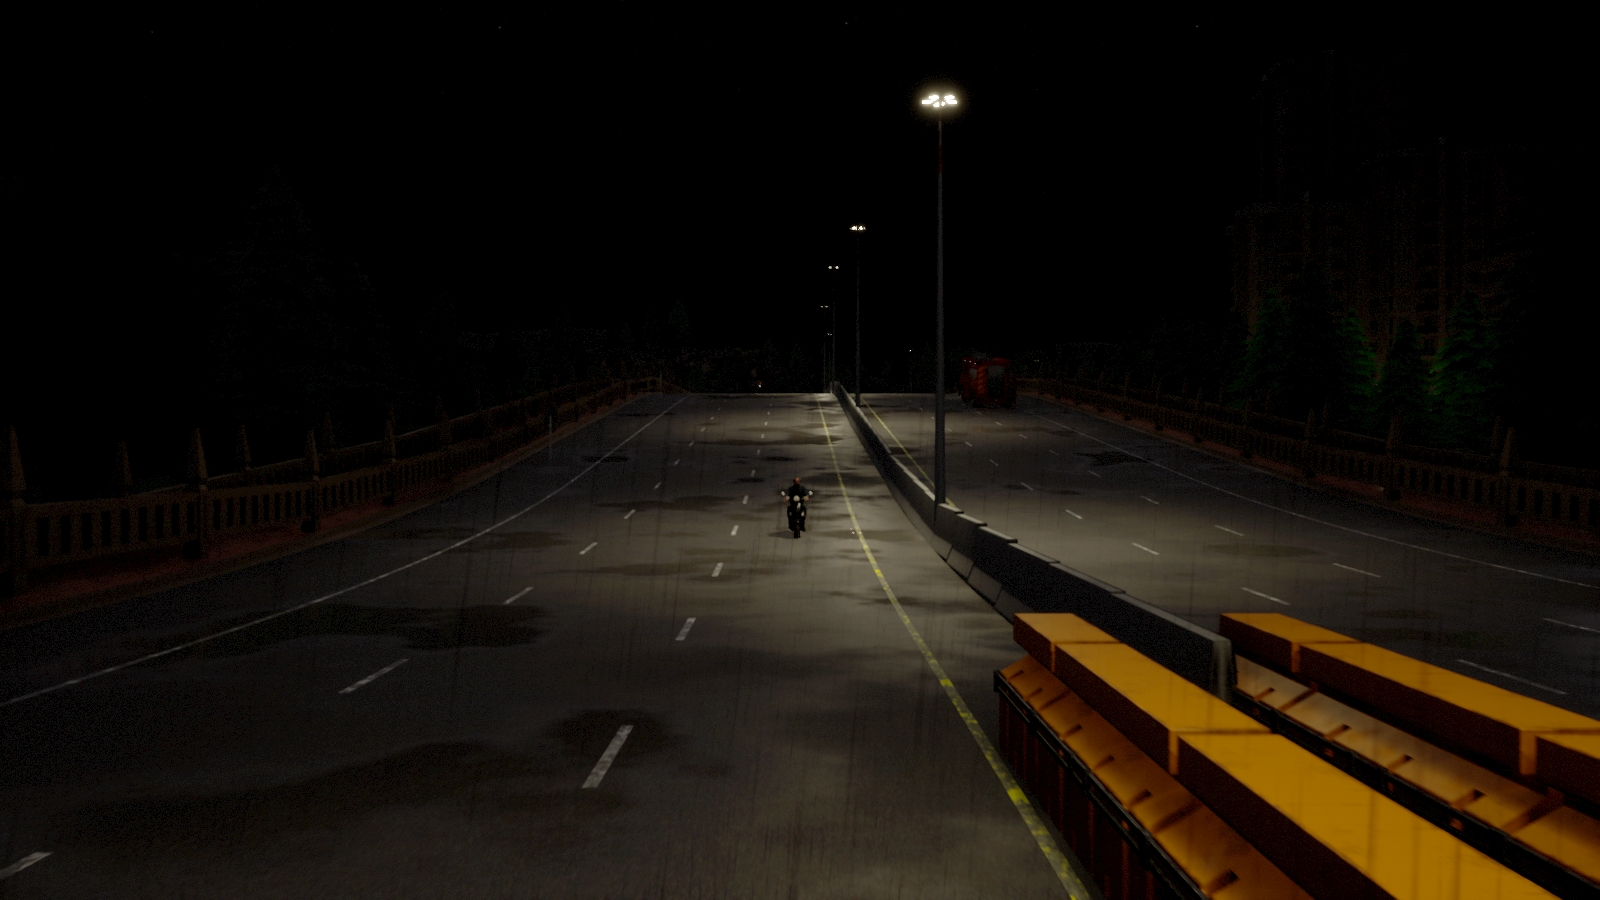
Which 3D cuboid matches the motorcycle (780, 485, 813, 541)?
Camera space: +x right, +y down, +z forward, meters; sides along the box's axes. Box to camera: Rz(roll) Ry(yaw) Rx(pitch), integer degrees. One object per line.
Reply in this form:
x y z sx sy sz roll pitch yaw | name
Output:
-0.090 1.690 31.135 0.856 1.316 1.805 0 3 0 | motorcycle
